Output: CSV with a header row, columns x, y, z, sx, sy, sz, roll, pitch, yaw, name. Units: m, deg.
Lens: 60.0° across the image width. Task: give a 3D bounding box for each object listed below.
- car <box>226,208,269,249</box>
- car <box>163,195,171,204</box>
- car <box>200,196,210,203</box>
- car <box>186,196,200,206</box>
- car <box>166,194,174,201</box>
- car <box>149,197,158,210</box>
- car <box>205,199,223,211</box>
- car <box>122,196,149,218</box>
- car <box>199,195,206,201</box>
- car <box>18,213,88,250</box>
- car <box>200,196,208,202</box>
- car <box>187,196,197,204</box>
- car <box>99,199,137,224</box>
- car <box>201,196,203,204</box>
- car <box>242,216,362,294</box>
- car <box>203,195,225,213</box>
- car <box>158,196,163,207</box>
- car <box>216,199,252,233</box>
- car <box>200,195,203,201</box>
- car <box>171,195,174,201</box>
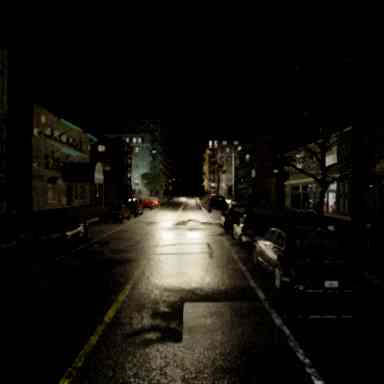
x,y,z,sx,sy,sz,roll,pitch,yaw,name
2.703,1.578,14.151,1.802,1.307,4.206,1,0,0,car
-5.729,1.519,65.428,1.752,1.417,4.829,1,0,0,car
2.824,1.545,72.033,2.008,1.369,4.403,0,0,0,car
0.020,1.518,55.055,1.812,1.442,4.674,0,0,0,car
-5.781,1.440,87.482,1.967,1.590,4.097,0,0,0,car
-5.668,1.574,41.820,1.802,1.307,4.206,1,0,0,car
2.713,1.558,41.816,1.947,1.339,4.313,0,0,0,car
-5.669,1.307,30.755,2.192,1.841,5.009,1,0,0,car
2.858,1.582,88.580,1.802,1.307,4.206,0,0,0,car
-5.677,1.578,14.156,1.802,1.307,4.206,1,0,0,car
2.855,1.563,79.578,1.947,1.339,4.313,0,0,0,car
0.023,1.476,65.057,1.837,1.490,4.892,0,0,0,car
-5.673,1.519,25.051,1.752,1.417,4.829,1,0,0,car
2.714,1.558,47.349,1.947,1.339,4.313,0,0,0,car
2.702,1.548,8.618,2.008,1.369,4.403,1,0,0,car
2.713,1.307,36.283,2.192,1.841,5.009,0,0,0,car
-5.664,1.432,47.354,1.967,1.590,4.097,1,0,0,car
2.707,1.434,19.684,1.967,1.590,4.097,1,0,0,car
2.724,1.537,52.576,1.887,1.381,4.507,0,0,0,car
-5.779,1.547,76.663,2.008,1.369,4.403,0,0,0,car
